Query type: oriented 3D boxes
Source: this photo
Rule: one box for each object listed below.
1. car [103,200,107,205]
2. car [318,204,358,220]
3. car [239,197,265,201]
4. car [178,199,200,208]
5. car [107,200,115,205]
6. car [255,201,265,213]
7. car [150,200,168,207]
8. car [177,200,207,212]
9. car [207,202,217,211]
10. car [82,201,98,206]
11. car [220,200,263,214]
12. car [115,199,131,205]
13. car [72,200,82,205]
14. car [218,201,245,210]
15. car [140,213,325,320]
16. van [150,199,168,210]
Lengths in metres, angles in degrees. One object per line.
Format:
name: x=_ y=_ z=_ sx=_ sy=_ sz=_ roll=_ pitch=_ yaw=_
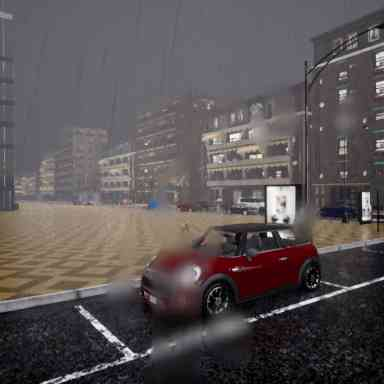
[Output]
car: x=-23.397 y=2.798 z=92.593 sx=1.887 sy=1.381 sz=4.507 roll=-2 pitch=0 yaw=-36
car: x=13.990 y=1.809 z=31.204 sx=1.994 sy=1.385 sz=4.181 roll=-1 pitch=0 yaw=-36
car: x=7.746 y=1.622 z=39.808 sx=2.150 sy=2.045 sz=5.566 roll=-1 pitch=-1 yaw=-36
car: x=-0.507 y=2.119 z=61.039 sx=1.967 sy=1.590 sz=4.097 roll=-2 pitch=0 yaw=-36
car: x=-20.127 y=2.737 z=88.085 sx=1.947 sy=1.339 sz=4.313 roll=-2 pitch=0 yaw=-36
car: x=8.954 y=1.887 z=33.499 sx=2.008 sy=1.369 sz=4.403 roll=-2 pitch=0 yaw=-36
car: x=-7.047 y=2.425 z=70.052 sx=1.802 sy=1.307 sz=4.206 roll=-2 pitch=0 yaw=-36
car: x=-0.403 y=2.115 z=46.476 sx=1.887 sy=1.381 sz=4.507 roll=-2 pitch=0 yaw=-36
car: x=1.616 y=2.056 z=48.287 sx=1.837 sy=1.490 sz=4.892 roll=-1 pitch=0 yaw=-36
car: x=-23.641 y=2.704 z=78.657 sx=2.008 sy=1.369 sz=4.403 roll=-2 pitch=0 yaw=-36
car: x=5.683 y=1.969 z=38.007 sx=2.008 sy=1.369 sz=4.403 roll=-2 pitch=0 yaw=-36
car: x=-16.860 y=2.529 z=83.577 sx=1.967 sy=1.590 sz=4.097 roll=-2 pitch=0 yaw=-36
car: x=-30.181 y=2.862 z=87.673 sx=1.887 sy=1.381 sz=4.507 roll=-2 pitch=0 yaw=-36
car: x=6.096 y=2.097 z=52.067 sx=1.802 sy=1.307 sz=4.206 roll=-2 pitch=0 yaw=-36
car: x=0.918 y=1.440 z=7.228 sx=4.097 sy=1.590 sz=1.967 roll=0 pitch=0 yaw=-36
van: x=-5.330 y=2.035 z=53.357 sx=1.690 sy=1.788 sz=3.998 roll=-2 pitch=0 yaw=-36
